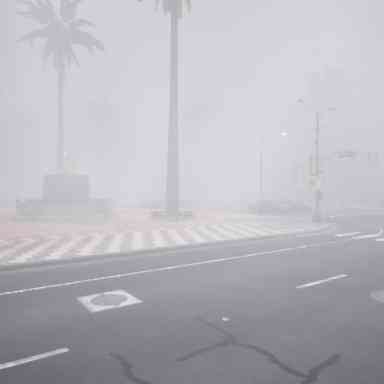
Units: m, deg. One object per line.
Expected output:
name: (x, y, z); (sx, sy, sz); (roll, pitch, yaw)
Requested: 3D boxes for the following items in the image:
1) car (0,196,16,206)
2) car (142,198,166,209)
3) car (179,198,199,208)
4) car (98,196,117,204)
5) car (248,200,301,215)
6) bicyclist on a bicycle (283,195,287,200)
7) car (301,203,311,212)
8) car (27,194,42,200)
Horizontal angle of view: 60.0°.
car: (-31.104, 1.505, 53.611); (4.892, 1.490, 1.837); (0, 0, -16)
car: (-4.836, 1.564, 46.036); (4.181, 1.385, 1.994); (0, 0, 22)
car: (-1.737, 1.547, 48.454); (5.357, 1.411, 2.033); (0, 0, 25)
car: (-15.836, 1.491, 59.119); (4.902, 1.511, 2.128); (0, 0, 2)
car: (8.282, 1.547, 34.968); (2.033, 1.411, 5.357); (0, 0, -37)
bicyclist on a bicycle: (15.275, 1.300, 54.474); (0.582, 1.620, 1.656); (0, 0, 42)
car: (11.026, 1.564, 36.960); (1.994, 1.385, 4.181); (0, 0, -38)
car: (-26.045, 1.221, 58.555); (5.566, 2.045, 2.150); (0, 0, -10)
